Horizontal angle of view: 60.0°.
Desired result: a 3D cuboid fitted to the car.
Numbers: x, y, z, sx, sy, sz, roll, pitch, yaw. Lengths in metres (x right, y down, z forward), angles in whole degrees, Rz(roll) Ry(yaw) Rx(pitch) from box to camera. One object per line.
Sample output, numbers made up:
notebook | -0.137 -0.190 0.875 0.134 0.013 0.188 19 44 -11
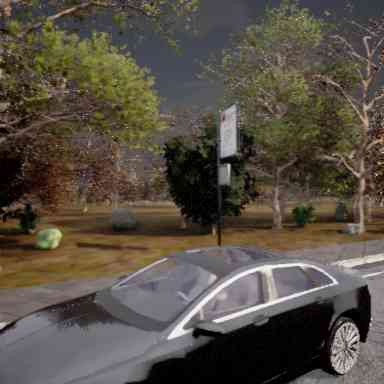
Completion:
car | 0.223 1.493 4.016 4.902 1.511 2.128 0 0 -34
